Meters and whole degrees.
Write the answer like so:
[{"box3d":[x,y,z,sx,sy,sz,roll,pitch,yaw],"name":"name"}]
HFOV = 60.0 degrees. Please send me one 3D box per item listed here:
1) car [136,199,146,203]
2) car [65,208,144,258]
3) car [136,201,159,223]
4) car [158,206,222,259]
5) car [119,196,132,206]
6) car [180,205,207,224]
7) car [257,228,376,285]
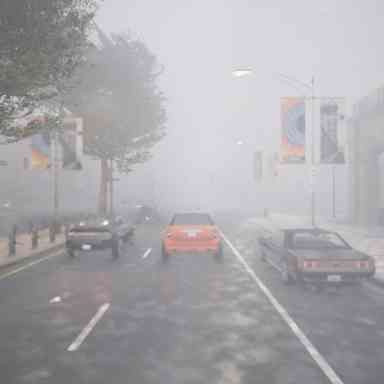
[{"box3d":[-11.549,2.346,75.794,2.128,1.511,4.902,0,-1,0],"name":"car"},{"box3d":[-3.492,1.640,13.488,2.128,1.511,4.902,0,0,0],"name":"car"},{"box3d":[-3.571,1.817,28.488,1.837,1.490,4.892,0,0,-2],"name":"car"},{"box3d":[0.008,1.498,13.410,2.097,1.767,4.553,0,-1,0],"name":"car"},{"box3d":[-15.049,2.045,75.745,2.150,2.045,5.566,0,-1,0],"name":"car"},{"box3d":[0.202,1.873,28.423,1.994,1.385,4.181,0,-1,5],"name":"car"},{"box3d":[3.243,1.703,9.811,1.895,1.301,4.718,0,-1,0],"name":"car"}]
